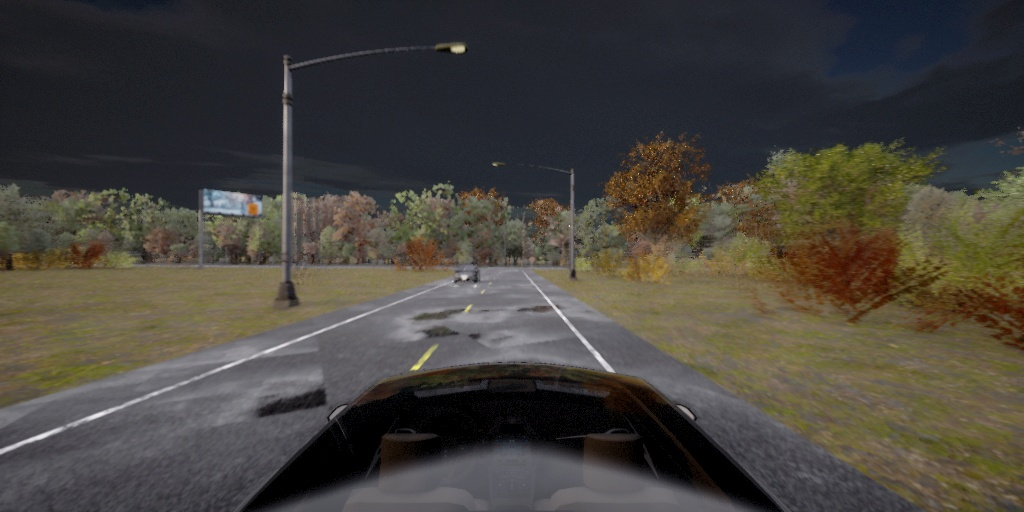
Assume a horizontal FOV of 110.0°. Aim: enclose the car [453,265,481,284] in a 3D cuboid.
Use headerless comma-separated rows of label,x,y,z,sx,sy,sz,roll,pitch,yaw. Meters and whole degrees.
car,-3.597,1.472,29.503,2.128,1.511,4.902,0,-1,0
